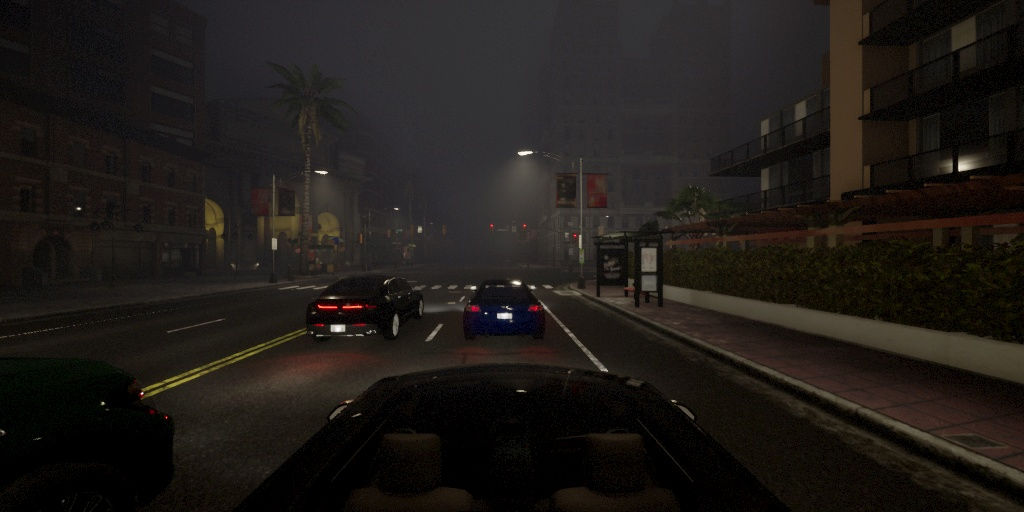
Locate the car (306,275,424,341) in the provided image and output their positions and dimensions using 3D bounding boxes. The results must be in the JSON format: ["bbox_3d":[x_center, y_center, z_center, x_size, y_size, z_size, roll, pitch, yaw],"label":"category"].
[{"bbox_3d":[-3.724,1.255,9.871,1.837,1.490,4.892,0,0,-3],"label":"car"}]

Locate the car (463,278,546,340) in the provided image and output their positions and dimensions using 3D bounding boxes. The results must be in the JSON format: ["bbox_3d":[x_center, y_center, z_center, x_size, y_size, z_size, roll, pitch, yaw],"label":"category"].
[{"bbox_3d":[-0.235,1.314,10.027,1.994,1.385,4.181,0,0,-2],"label":"car"}]
